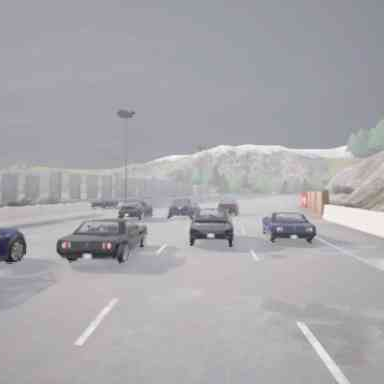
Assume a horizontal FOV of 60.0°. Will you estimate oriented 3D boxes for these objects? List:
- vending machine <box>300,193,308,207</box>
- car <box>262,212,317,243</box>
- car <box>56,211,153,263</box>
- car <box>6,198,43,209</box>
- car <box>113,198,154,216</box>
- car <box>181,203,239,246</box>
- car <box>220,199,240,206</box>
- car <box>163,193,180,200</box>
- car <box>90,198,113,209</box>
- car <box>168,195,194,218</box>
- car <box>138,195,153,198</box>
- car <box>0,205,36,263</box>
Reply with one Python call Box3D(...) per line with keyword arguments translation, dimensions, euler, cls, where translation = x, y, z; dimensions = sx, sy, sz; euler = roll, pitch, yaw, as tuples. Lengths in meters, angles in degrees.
Box3D(translation=(17.179, 1.221, 51.005), dimensions=(1.100, 2.100, 0.880), euler=(0, 0, 19), cls="vending machine")
Box3D(translation=(4.525, 1.606, 16.222), dimensions=(1.895, 1.301, 4.718), euler=(0, 0, 6), cls="car")
Box3D(translation=(-2.886, 1.581, 11.876), dimensions=(1.895, 1.301, 4.718), euler=(0, 0, 4), cls="car")
Box3D(translation=(-22.568, 1.484, 44.971), dimensions=(1.895, 1.301, 4.718), euler=(0, 0, 14), cls="car")
Box3D(translation=(-4.519, 1.468, 27.428), dimensions=(1.837, 1.490, 4.892), euler=(0, 0, 9), cls="car")
Box3D(translation=(0.947, 1.484, 15.326), dimensions=(2.128, 1.511, 4.902), euler=(0, 0, 5), cls="car")
Box3D(translation=(3.689, 1.467, 33.307), dimensions=(1.882, 1.535, 5.008), euler=(0, 0, 11), cls="car")
Box3D(translation=(-4.699, 1.066, 77.108), dimensions=(2.128, 1.511, 4.902), euler=(0, 0, 21), cls="car")
Box3D(translation=(-11.840, 1.524, 44.660), dimensions=(1.895, 1.301, 4.718), euler=(0, 0, 14), cls="car")
Box3D(translation=(-0.642, 1.328, 29.273), dimensions=(2.097, 1.767, 4.553), euler=(0, 0, 10), cls="car")
Box3D(translation=(-10.225, 1.399, 72.284), dimensions=(2.128, 1.511, 4.902), euler=(0, 0, 20), cls="car")
Box3D(translation=(-6.539, 1.321, 9.036), dimensions=(2.097, 1.767, 4.553), euler=(0, 0, 3), cls="car")
